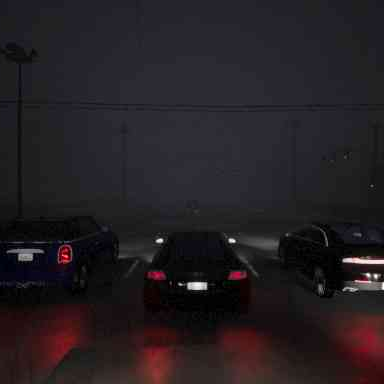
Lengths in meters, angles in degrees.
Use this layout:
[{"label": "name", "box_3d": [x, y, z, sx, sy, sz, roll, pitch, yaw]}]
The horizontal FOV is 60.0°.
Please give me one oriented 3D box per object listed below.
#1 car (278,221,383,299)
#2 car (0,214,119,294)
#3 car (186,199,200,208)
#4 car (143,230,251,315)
[{"label": "car", "box_3d": [3.594, 1.492, 8.458, 2.128, 1.511, 4.902, 0, 0, 0]}, {"label": "car", "box_3d": [-3.407, 1.352, 8.939, 2.097, 1.767, 4.553, 0, 0, 0]}, {"label": "car", "box_3d": [0.074, 1.601, 46.420, 1.895, 1.301, 4.718, 0, 0, 0]}, {"label": "car", "box_3d": [0.091, 1.564, 7.646, 1.994, 1.385, 4.181, 0, 0, 0]}]
